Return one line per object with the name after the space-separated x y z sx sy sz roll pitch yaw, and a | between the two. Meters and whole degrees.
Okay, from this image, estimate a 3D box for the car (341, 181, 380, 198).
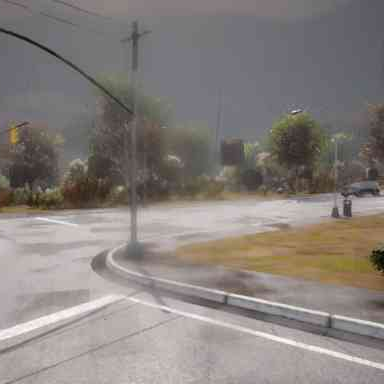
21.952 -0.321 43.261 5.566 2.045 2.150 -3 2 -27 | car
